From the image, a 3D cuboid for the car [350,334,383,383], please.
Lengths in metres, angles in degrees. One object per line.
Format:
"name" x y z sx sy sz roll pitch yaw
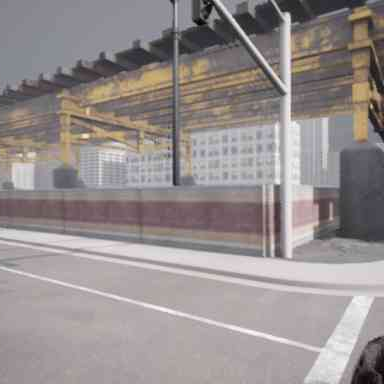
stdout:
"car" 3.065 1.553 1.806 4.181 1.385 1.994 -1 0 35
